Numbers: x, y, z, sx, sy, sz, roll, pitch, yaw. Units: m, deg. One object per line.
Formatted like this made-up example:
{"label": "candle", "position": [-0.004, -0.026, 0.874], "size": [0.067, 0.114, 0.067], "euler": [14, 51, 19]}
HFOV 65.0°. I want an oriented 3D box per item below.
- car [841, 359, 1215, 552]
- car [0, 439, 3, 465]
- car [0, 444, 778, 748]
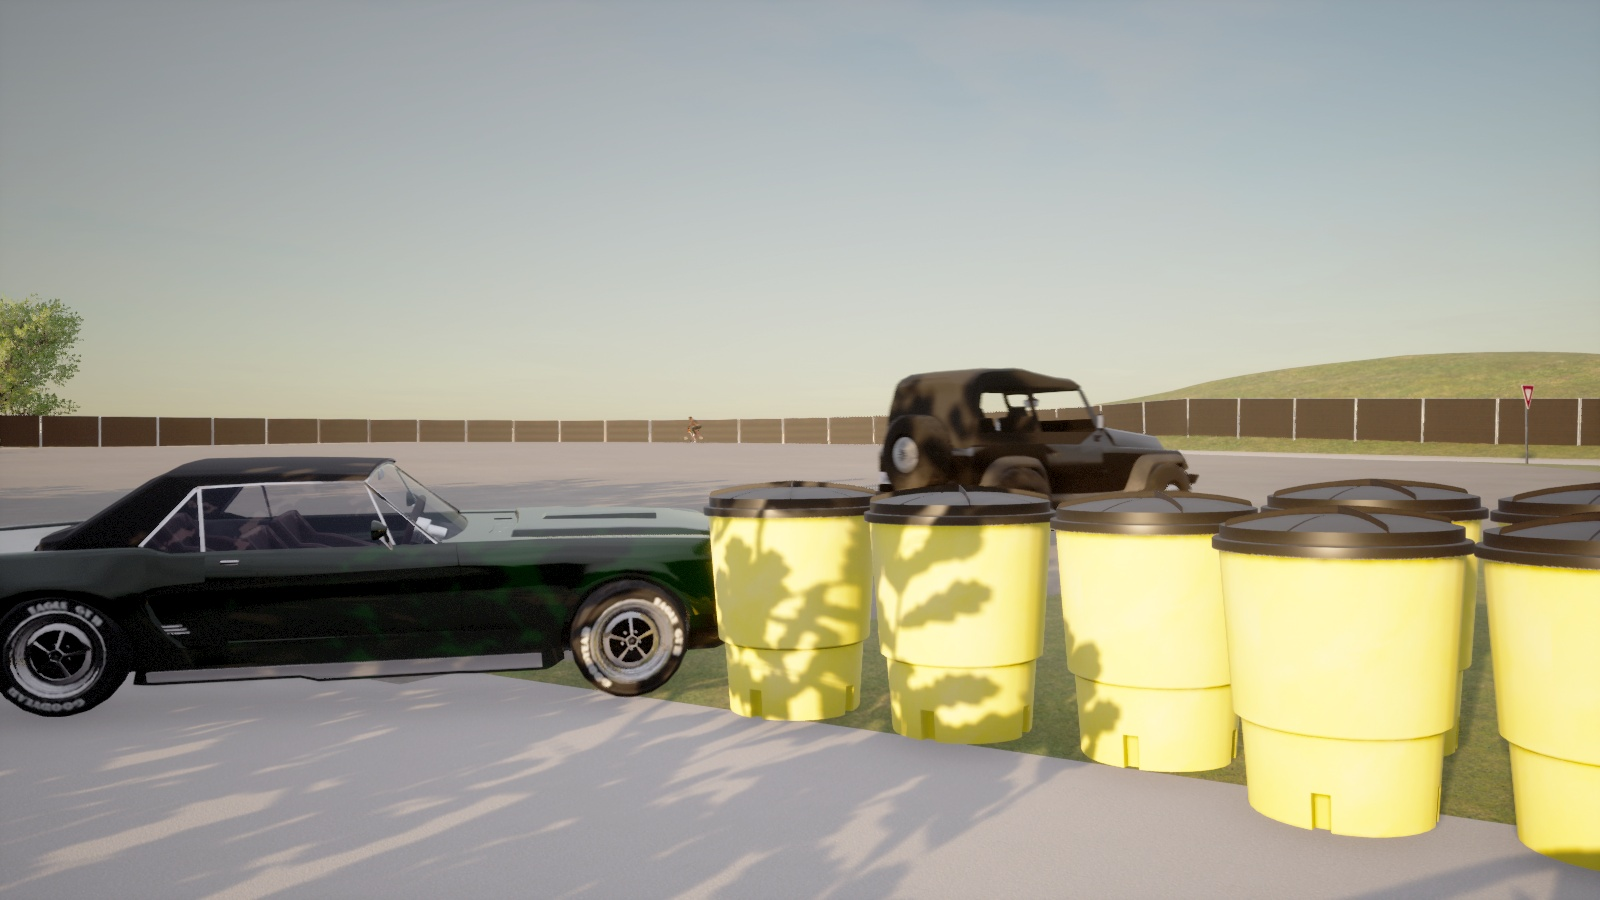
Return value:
{"label": "car", "position": [2.606, 0.016, 14.087], "size": [3.866, 1.878, 1.905], "euler": [-2, 0, -35]}
{"label": "car", "position": [-43.456, 0.123, 66.132], "size": [1.481, 1.376, 2.207], "euler": [-2, 0, 43]}
{"label": "car", "position": [-2.641, 0.741, 7.514], "size": [4.718, 1.301, 1.895], "euler": [-2, 3, -12]}
